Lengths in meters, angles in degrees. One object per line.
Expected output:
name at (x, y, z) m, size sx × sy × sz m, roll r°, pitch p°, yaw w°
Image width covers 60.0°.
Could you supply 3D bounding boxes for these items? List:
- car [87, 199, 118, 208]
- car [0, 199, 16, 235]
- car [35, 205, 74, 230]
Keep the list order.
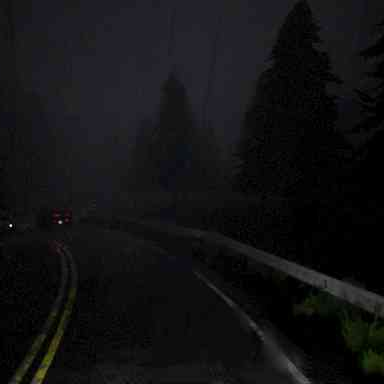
car at (-10.531, 1.605, 39.766) m, size 1.837 × 1.490 × 4.892 m, roll 1°, pitch 2°, yaw 19°
car at (-12.144, 1.496, 20.054) m, size 2.150 × 2.045 × 5.566 m, roll -4°, pitch 2°, yaw -32°
car at (-9.202, 1.613, 22.171) m, size 1.837 × 1.490 × 4.892 m, roll -3°, pitch 1°, yaw -31°
